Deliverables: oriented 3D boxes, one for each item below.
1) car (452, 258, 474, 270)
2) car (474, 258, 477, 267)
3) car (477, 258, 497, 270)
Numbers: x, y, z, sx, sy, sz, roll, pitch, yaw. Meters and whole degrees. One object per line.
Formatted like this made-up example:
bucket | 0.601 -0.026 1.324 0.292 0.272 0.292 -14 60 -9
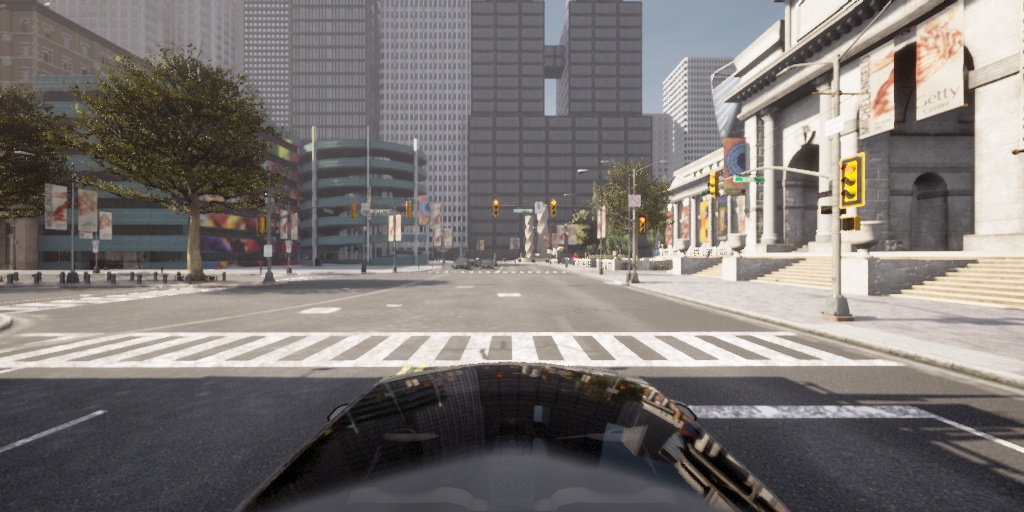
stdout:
car | -7.073 1.077 50.397 2.097 1.767 4.553 0 0 0
car | -7.055 1.195 63.669 1.882 1.535 5.008 0 0 0
car | -3.566 1.229 51.343 1.837 1.490 4.892 0 0 0
